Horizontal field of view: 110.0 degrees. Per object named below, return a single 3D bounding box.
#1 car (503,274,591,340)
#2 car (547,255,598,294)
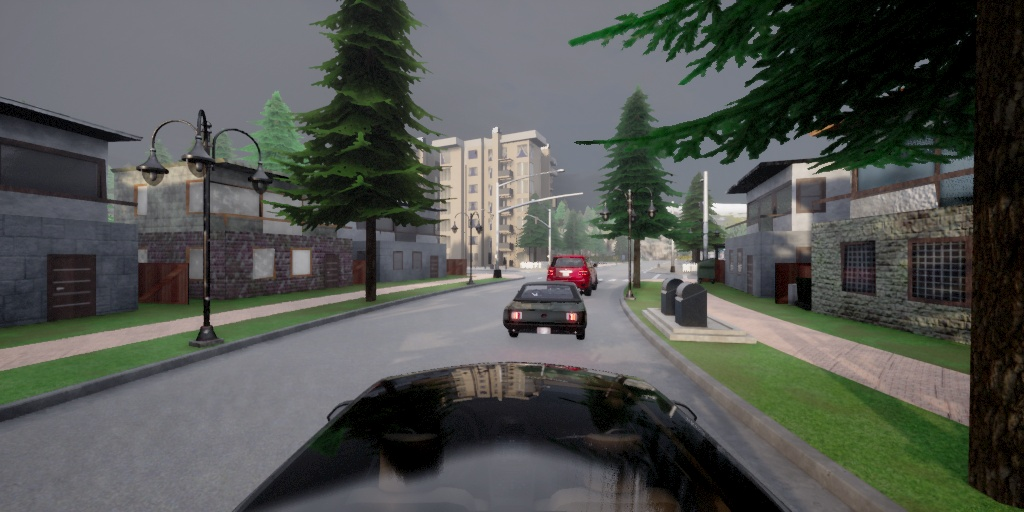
[{"bbox_3d":[1.071,1.351,10.057,1.895,1.301,4.718,0,0,9],"label":"car"},{"bbox_3d":[3.366,0.971,19.553,2.150,2.045,5.566,0,0,18],"label":"car"}]
